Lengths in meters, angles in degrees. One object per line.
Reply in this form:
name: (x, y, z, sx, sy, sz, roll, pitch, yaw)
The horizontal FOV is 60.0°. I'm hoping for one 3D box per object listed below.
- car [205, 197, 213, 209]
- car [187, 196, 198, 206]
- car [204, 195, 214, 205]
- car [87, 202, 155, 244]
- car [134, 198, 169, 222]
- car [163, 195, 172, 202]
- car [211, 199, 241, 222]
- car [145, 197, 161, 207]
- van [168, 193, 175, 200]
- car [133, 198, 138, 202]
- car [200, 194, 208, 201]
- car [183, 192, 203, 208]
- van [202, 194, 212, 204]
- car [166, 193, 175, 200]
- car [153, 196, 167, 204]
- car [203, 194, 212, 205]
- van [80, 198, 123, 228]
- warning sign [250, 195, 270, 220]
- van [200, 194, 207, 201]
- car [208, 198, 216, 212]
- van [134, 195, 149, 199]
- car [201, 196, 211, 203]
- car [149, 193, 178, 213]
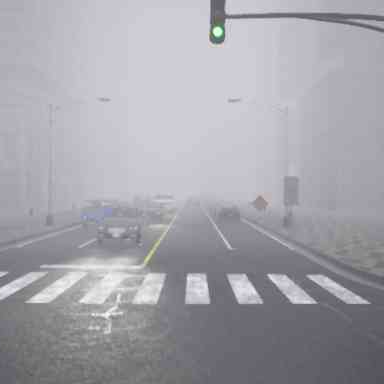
car: (2.850, 1.541, 37.663, 1.887, 1.381, 4.507, 0, 0, 0)
car: (0.110, 1.483, 56.332, 1.812, 1.442, 4.674, 1, 0, 0)
car: (2.859, 1.518, 43.358, 1.752, 1.417, 4.829, 0, 0, 0)
car: (-3.110, 1.449, 15.647, 2.128, 1.511, 4.902, 1, 0, -3)
car: (-3.037, 1.475, 25.668, 1.812, 1.442, 4.674, 1, 0, 0)
car: (-5.624, 1.415, 76.200, 1.752, 1.417, 4.829, 0, 0, 0)
car: (2.832, 1.549, 26.612, 1.887, 1.381, 4.507, 0, 0, 0)
car: (-5.679, 1.489, 48.746, 1.802, 1.307, 4.206, 0, 0, 0)
van: (-5.590, 1.221, 92.945, 1.690, 1.788, 3.998, 0, 0, 0)
car: (-5.722, 1.467, 26.646, 1.887, 1.381, 4.507, 0, 0, 0)
car: (2.921, 1.409, 81.867, 1.967, 1.590, 4.097, 0, 0, 0)
car: (0.153, 1.317, 46.653, 2.097, 1.767, 4.553, 1, 0, 1)
van: (2.895, 1.320, 65.290, 1.690, 1.788, 3.998, 0, 0, 0)
car: (-5.601, 1.198, 87.420, 2.192, 1.841, 5.009, 0, 0, 0)
car: (-5.657, 1.451, 59.796, 2.008, 1.369, 4.403, 0, 0, 0)
car: (2.876, 1.530, 54.239, 1.887, 1.381, 4.507, 0, 0, 0)
van: (-5.732, 1.268, 21.121, 1.690, 1.788, 3.998, 0, 0, 0)
warning sign: (5.128, 1.143, 25.222, 1.300, 1.860, 1.060, 1, 0, 0)
van: (2.930, 1.306, 87.391, 1.690, 1.788, 3.998, 0, 0, 0)
car: (2.841, 1.545, 32.138, 1.887, 1.381, 4.507, 0, 0, 0)
van: (-5.699, 1.255, 37.695, 1.690, 1.788, 3.998, 0, 0, 0)
car: (2.903, 1.526, 70.816, 2.008, 1.369, 4.403, 0, 0, 0)
car: (-3.015, 1.163, 36.303, 2.150, 2.045, 5.566, 1, 0, 0)
